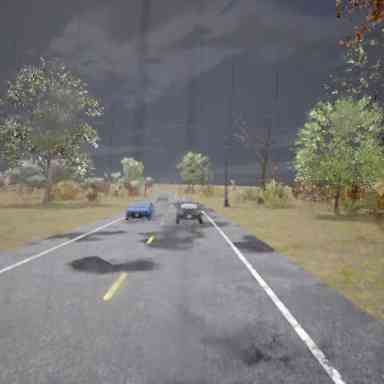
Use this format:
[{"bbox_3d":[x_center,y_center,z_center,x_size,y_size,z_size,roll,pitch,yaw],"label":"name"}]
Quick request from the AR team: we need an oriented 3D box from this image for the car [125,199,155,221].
[{"bbox_3d":[-3.978,1.350,26.131,1.882,1.535,5.008,0,0,-2],"label":"car"}]

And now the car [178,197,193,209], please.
[{"bbox_3d":[-0.882,1.375,43.050,1.895,1.301,4.718,0,0,-2],"label":"car"}]

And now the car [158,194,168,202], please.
[{"bbox_3d":[-5.725,1.114,65.328,1.882,1.535,5.008,0,1,-3],"label":"car"}]

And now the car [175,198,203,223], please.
[{"bbox_3d":[-0.228,1.407,24.056,1.812,1.442,4.674,0,0,-1],"label":"car"}]
